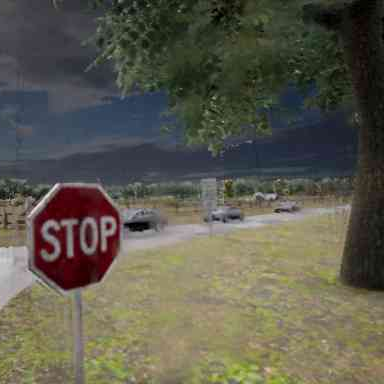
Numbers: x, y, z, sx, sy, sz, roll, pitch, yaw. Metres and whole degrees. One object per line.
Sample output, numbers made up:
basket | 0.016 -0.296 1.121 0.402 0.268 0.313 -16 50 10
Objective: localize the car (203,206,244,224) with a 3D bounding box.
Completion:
car | 2.660 1.849 27.718 1.994 1.385 4.181 -3 -2 37

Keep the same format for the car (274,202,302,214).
car | 11.607 1.878 40.003 2.033 1.411 5.357 -3 -2 36

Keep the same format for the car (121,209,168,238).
car | -3.439 1.745 19.339 2.128 1.511 4.902 -3 -2 36
